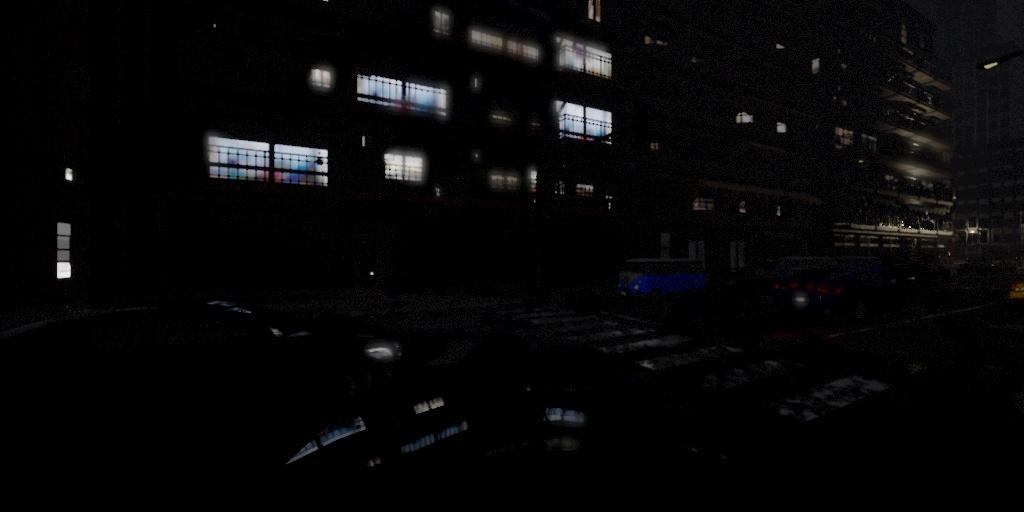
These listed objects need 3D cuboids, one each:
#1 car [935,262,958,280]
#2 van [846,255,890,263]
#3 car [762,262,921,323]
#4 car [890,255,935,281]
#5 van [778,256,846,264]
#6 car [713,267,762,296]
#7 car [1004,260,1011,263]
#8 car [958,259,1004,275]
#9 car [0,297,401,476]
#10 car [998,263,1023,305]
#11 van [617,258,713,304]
[{"bbox_3d":[31.808,1.074,27.471,4.207,1.307,1.802,0,0,-26],"label":"car"},{"bbox_3d":[21.633,0.890,22.600,3.998,1.789,1.690,0,0,-26],"label":"van"},{"bbox_3d":[10.522,1.096,11.390,5.008,1.535,1.882,0,0,-26],"label":"car"},{"bbox_3d":[26.720,0.835,25.035,5.009,1.841,2.192,0,0,-26],"label":"car"},{"bbox_3d":[16.545,0.920,20.164,3.998,1.789,1.690,0,0,-26],"label":"van"},{"bbox_3d":[11.458,1.191,17.728,4.207,1.307,1.802,0,0,-26],"label":"car"},{"bbox_3d":[46.916,0.933,34.704,4.829,1.417,1.751,0,0,-26],"label":"car"},{"bbox_3d":[41.982,1.017,32.342,4.207,1.307,1.802,0,0,-26],"label":"car"},{"bbox_3d":[-3.847,1.259,4.509,4.674,1.442,1.812,0,0,-26],"label":"car"},{"bbox_3d":[20.102,1.079,13.130,4.829,1.417,1.751,0,0,-26],"label":"car"},{"bbox_3d":[6.370,0.980,15.293,3.998,1.789,1.690,0,0,-26],"label":"van"}]
